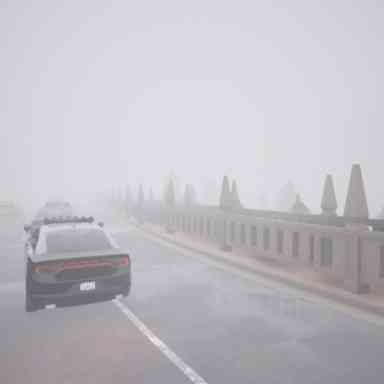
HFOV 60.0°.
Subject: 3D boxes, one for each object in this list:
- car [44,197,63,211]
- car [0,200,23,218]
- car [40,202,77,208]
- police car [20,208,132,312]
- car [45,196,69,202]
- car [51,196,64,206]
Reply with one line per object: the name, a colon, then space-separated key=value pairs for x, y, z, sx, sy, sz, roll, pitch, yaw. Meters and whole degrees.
car: x=-16.790 y=1.426 z=40.547 sx=1.837 sy=1.490 sz=4.892 roll=0 pitch=0 yaw=-19
car: x=-16.204 y=1.414 z=29.357 sx=1.882 sy=1.535 sz=5.008 roll=0 pitch=0 yaw=-20
car: x=-6.509 y=1.447 z=15.793 sx=1.882 sy=1.535 sz=5.008 roll=0 pitch=0 yaw=-22
police car: x=-2.978 y=1.410 z=8.011 sx=1.930 sy=1.638 sz=5.238 roll=0 pitch=0 yaw=-27
car: x=-8.455 y=1.311 z=21.048 sx=2.097 sy=1.767 sz=4.553 roll=0 pitch=0 yaw=-20
car: x=-21.461 y=1.403 z=53.250 sx=1.837 sy=1.490 sz=4.892 roll=0 pitch=0 yaw=-20
